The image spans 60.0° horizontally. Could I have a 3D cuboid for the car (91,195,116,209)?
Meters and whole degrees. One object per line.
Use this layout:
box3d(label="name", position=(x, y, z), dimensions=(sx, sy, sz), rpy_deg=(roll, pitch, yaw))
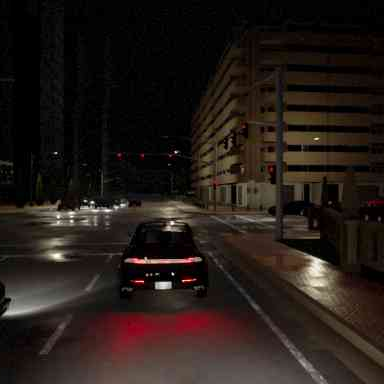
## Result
box3d(label="car", position=(-11.802, 1.526, 44.790), dimensions=(1.812, 1.442, 4.674), rpy_deg=(0, 0, -5))

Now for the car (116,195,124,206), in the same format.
box3d(label="car", position=(-12.787, 1.352, 53.785), dimensions=(2.097, 1.767, 4.553), rpy_deg=(0, 0, -6))

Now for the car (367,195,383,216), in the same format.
box3d(label="car", position=(19.554, 1.277, 32.527), dimensions=(5.566, 2.045, 2.150), rpy_deg=(0, 0, -6))

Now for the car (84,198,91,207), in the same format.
box3d(label="car", position=(-15.896, 1.547, 49.949), dimensions=(2.033, 1.411, 5.357), rpy_deg=(0, 0, -6))

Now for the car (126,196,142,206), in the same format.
box3d(label="car", position=(-8.970, 1.601, 52.794), dimensions=(1.895, 1.301, 4.718), rpy_deg=(0, 0, -6))

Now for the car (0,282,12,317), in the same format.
box3d(label="car", position=(-3.775, 1.547, 3.047), dimensions=(2.033, 1.411, 5.357), rpy_deg=(0, 0, -4))

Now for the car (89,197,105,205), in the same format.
box3d(label="car", position=(-16.921, 1.601, 59.609), dimensions=(1.895, 1.301, 4.718), rpy_deg=(0, 0, -6))

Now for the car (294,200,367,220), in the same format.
box3d(label="car", position=(11.627, 1.547, 28.096), dimensions=(4.902, 1.511, 2.128), rpy_deg=(0, 0, -6))

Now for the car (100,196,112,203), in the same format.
box3d(label="car", position=(-17.951, 1.552, 69.655), dimensions=(1.994, 1.385, 4.181), rpy_deg=(0, 0, -6))

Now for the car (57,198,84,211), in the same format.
box3d(label="car", position=(-14.859, 1.526, 40.415), dimensions=(1.812, 1.442, 4.674), rpy_deg=(0, 0, -6))

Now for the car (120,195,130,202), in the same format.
box3d(label="car", position=(-14.913, 1.493, 74.083), dimensions=(1.837, 1.490, 4.892), rpy_deg=(0, 0, -6))

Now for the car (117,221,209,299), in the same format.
box3d(label="car", position=(-0.711, 1.492, 8.491), dimensions=(2.128, 1.511, 4.902), rpy_deg=(0, 0, -4))

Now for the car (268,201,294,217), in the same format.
box3d(label="car", position=(9.696, 1.533, 31.399), dimensions=(5.008, 1.535, 1.882), rpy_deg=(0, 0, -7))

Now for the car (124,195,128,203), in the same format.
box3d(label="car", position=(-13.831, 1.601, 63.790), dimensions=(1.895, 1.301, 4.718), rpy_deg=(0, 0, -6))
